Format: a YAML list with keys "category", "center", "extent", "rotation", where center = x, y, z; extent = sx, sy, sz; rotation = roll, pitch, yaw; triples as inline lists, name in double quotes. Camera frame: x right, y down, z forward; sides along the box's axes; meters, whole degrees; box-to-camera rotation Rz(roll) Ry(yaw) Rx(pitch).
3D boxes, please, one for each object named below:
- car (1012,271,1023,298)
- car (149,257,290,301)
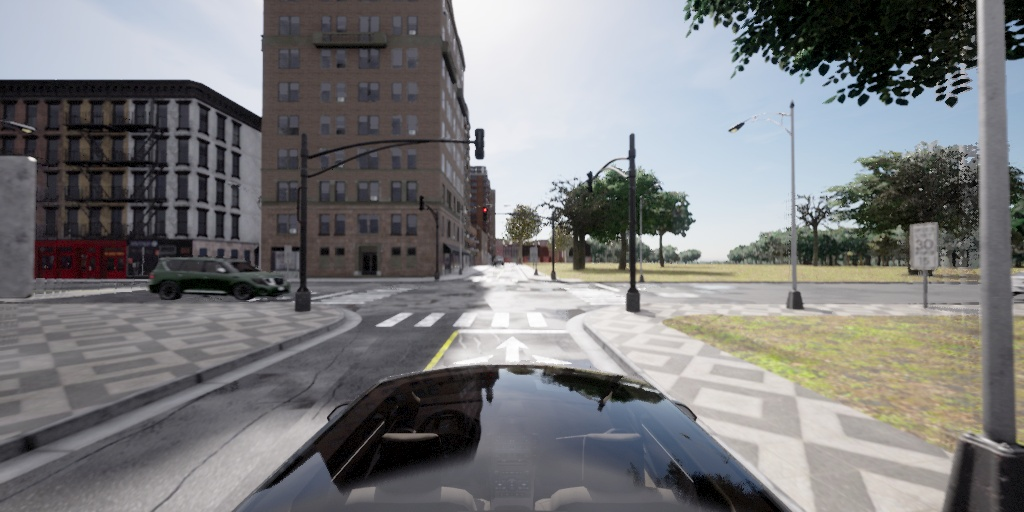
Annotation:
- category: "car"
  center: [25.671, 1.341, 16.849]
  extent: [4.674, 1.442, 1.812]
  rotation: [0, -1, 0]
- category: "car"
  center: [-13.616, 1.108, 16.856]
  extent: [5.566, 2.045, 2.150]
  rotation: [1, -1, 0]
